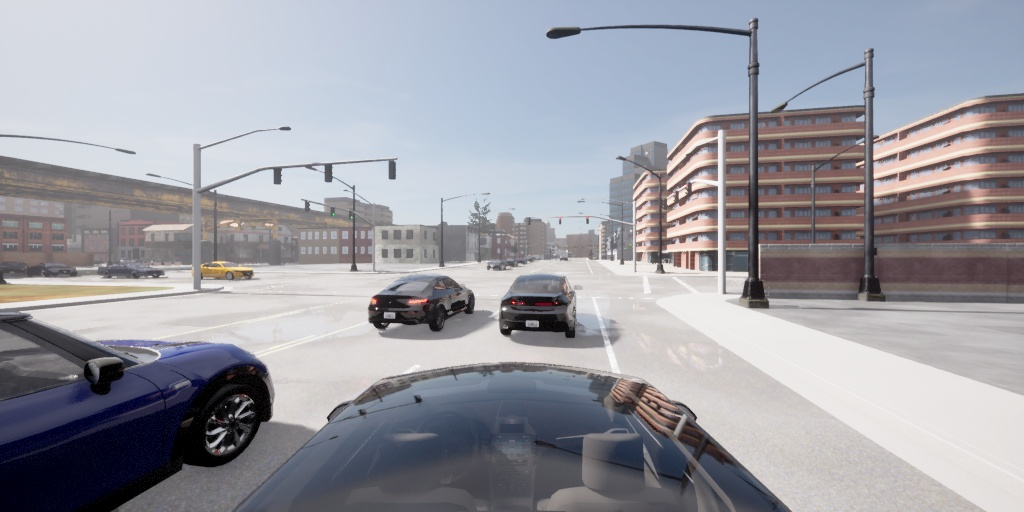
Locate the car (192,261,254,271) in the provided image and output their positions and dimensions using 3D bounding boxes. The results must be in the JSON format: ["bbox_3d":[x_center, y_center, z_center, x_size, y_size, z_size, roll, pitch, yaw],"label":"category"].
[{"bbox_3d":[-24.608,1.228,30.581,5.008,1.535,1.882,0,0,10],"label":"car"}]

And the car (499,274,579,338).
[{"bbox_3d":[0.906,1.255,10.314,1.837,1.490,4.892,0,0,11],"label":"car"}]

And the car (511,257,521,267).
[{"bbox_3d":[-0.251,0.957,57.368,1.882,1.535,5.008,0,1,11],"label":"car"}]

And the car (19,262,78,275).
[{"bbox_3d":[-43.986,1.314,34.241,4.181,1.385,1.994,0,0,15],"label":"car"}]

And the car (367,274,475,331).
[{"bbox_3d":[-2.540,1.276,10.953,1.812,1.442,4.674,0,0,11],"label":"car"}]

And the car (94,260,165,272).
[{"bbox_3d":[-34.267,1.297,32.211,5.357,1.411,2.033,0,0,9],"label":"car"}]

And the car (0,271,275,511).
[{"bbox_3d":[-3.858,1.102,2.175,2.097,1.767,4.553,0,0,6],"label":"car"}]

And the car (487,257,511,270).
[{"bbox_3d":[-2.047,1.106,48.090,2.128,1.511,4.902,0,1,11],"label":"car"}]
